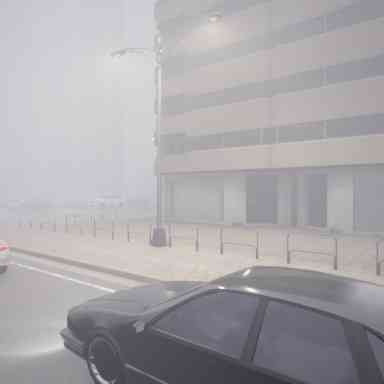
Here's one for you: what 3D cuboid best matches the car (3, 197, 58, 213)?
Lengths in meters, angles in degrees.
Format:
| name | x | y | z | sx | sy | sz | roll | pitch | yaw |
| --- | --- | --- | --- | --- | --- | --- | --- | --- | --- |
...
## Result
| name | x | y | z | sx | sy | sz | roll | pitch | yaw |
| --- | --- | --- | --- | --- | --- | --- | --- | --- | --- |
| car | -18.002 | 1.407 | 37.177 | 2.097 | 1.767 | 4.553 | 0 | 0 | 37 |

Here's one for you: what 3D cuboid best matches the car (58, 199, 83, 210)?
| name | x | y | z | sx | sy | sz | roll | pitch | yaw |
| --- | --- | --- | --- | --- | --- | --- | --- | --- | --- |
| car | -16.356 | 1.603 | 45.143 | 2.033 | 1.411 | 5.357 | 0 | 0 | 37 |

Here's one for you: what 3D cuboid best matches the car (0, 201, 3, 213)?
| name | x | y | z | sx | sy | sz | roll | pitch | yaw |
| --- | --- | --- | --- | --- | --- | --- | --- | --- | --- |
| car | -22.787 | 1.547 | 36.703 | 2.128 | 1.511 | 4.902 | 0 | 0 | 38 |

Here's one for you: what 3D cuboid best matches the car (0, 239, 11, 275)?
| name | x | y | z | sx | sy | sz | roll | pitch | yaw |
| --- | --- | --- | --- | --- | --- | --- | --- | --- | --- |
| car | -6.747 | 1.526 | 9.250 | 4.674 | 1.442 | 1.812 | 0 | 0 | 39 |

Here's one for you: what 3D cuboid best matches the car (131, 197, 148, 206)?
| name | x | y | z | sx | sy | sz | roll | pitch | yaw |
| --- | --- | --- | --- | --- | --- | --- | --- | --- | --- |
| car | -9.297 | 1.546 | 54.366 | 2.128 | 1.511 | 4.902 | 0 | 0 | 38 |

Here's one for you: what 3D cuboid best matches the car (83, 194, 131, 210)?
| name | x | y | z | sx | sy | sz | roll | pitch | yaw |
| --- | --- | --- | --- | --- | --- | --- | --- | --- | --- |
| car | -11.564 | 1.277 | 45.661 | 2.150 | 2.045 | 5.566 | 0 | 0 | 37 |

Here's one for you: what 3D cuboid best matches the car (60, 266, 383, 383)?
| name | x | y | z | sx | sy | sz | roll | pitch | yaw |
| --- | --- | --- | --- | --- | --- | --- | --- | --- | --- |
| car | 0.852 | 1.547 | 3.404 | 5.357 | 1.411 | 2.033 | 0 | 0 | 38 |
